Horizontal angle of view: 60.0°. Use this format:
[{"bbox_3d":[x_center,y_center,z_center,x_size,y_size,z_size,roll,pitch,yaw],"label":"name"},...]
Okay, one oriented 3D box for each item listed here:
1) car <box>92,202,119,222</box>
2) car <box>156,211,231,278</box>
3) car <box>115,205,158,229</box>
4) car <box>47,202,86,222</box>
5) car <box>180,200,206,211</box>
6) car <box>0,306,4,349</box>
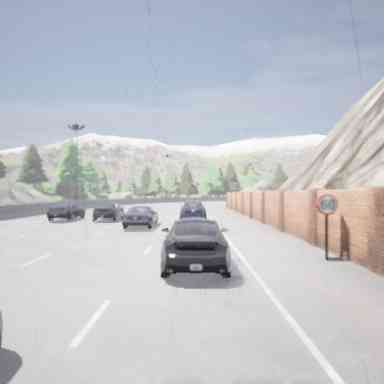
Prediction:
[{"bbox_3d":[-6.904,1.618,27.892,1.837,1.490,4.892,0,0,0],"label":"car"},{"bbox_3d":[0.097,1.547,10.294,1.837,1.490,4.892,0,0,0],"label":"car"},{"bbox_3d":[-3.403,1.639,22.399,2.033,1.411,5.357,0,0,0],"label":"car"},{"bbox_3d":[-10.404,1.605,27.838,2.128,1.511,4.902,0,0,0],"label":"car"},{"bbox_3d":[0.096,1.464,27.579,2.097,1.767,4.553,0,0,0],"label":"car"},{"bbox_3d":[-3.402,1.502,2.453,2.128,1.511,4.902,0,0,0],"label":"car"}]
